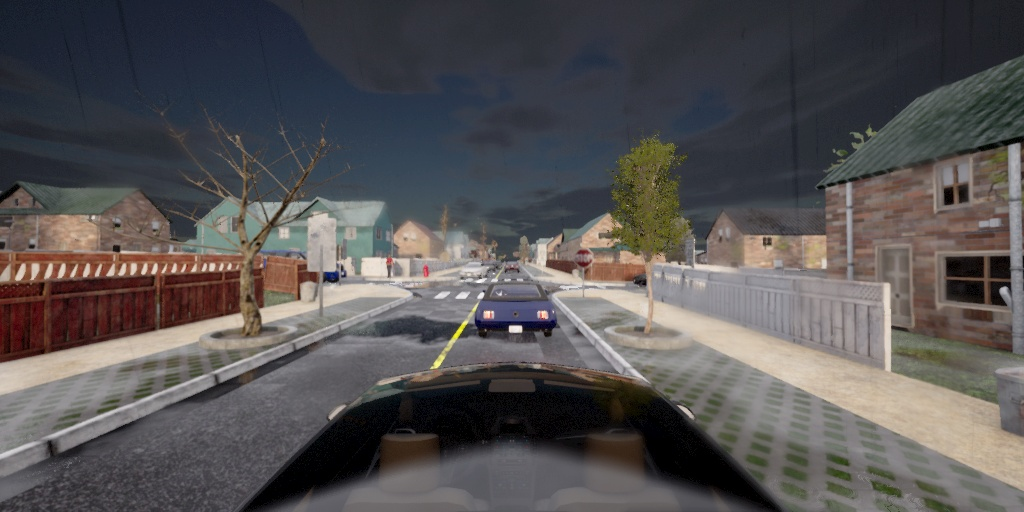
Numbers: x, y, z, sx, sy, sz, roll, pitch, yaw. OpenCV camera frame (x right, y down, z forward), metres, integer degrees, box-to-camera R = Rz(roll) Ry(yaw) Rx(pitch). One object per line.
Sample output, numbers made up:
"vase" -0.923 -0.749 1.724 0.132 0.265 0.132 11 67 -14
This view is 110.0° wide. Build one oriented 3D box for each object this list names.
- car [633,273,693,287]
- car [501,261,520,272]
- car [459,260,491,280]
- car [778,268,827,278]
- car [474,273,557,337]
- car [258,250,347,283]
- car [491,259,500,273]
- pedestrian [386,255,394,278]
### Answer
"car" 11.184 1.535 25.386 5.008 1.535 1.882 1 -1 0
"car" 0.010 1.332 46.482 2.033 1.411 5.357 0 0 0
"car" -3.330 1.285 31.952 1.812 1.442 4.674 0 0 6
"car" 21.012 1.632 25.401 4.553 1.767 2.097 1 -1 0
"car" 0.082 1.349 10.239 1.895 1.301 4.718 0 0 0
"car" -13.368 0.681 22.423 5.566 2.045 2.150 1 -1 -1
"car" -2.928 1.273 44.328 2.128 1.511 4.902 0 0 0
"pedestrian" -9.681 0.775 28.264 0.375 1.860 0.375 0 -2 0
